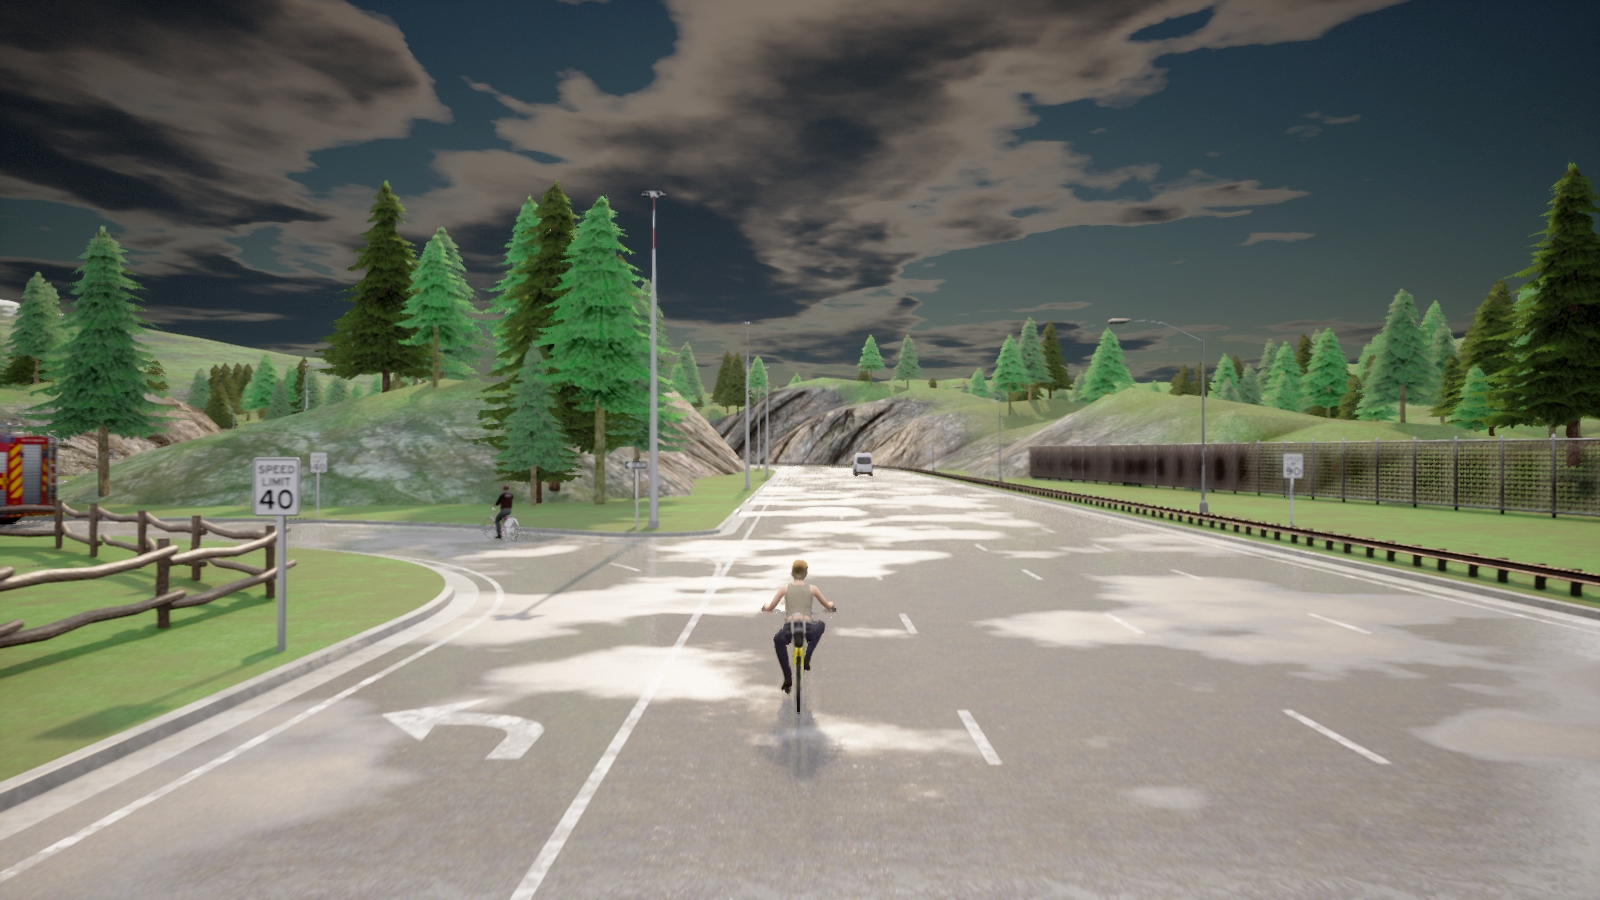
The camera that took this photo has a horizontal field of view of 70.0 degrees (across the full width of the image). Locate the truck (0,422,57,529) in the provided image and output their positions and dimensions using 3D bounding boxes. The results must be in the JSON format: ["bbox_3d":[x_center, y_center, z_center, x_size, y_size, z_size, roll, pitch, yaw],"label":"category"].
[{"bbox_3d":[-32.790,0.919,42.384,8.468,3.827,2.891,0,0,-3],"label":"truck"}]

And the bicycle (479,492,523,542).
[{"bbox_3d":[-9.336,2.085,35.608,1.835,1.471,0.329,0,0,40],"label":"bicycle"}]

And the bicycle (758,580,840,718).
[{"bbox_3d":[-0.010,2.167,12.694,0.859,1.276,1.487,0,0,0],"label":"bicycle"}]
